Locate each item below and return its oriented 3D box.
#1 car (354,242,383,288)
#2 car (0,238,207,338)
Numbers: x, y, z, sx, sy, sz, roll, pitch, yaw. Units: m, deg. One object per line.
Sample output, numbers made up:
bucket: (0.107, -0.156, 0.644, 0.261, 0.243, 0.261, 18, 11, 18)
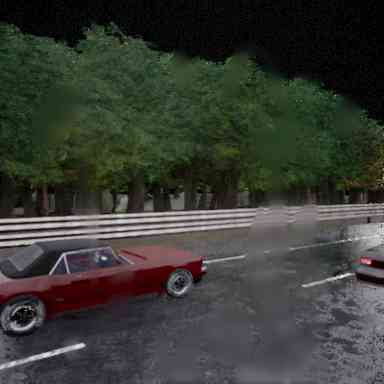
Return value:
car: (6.101, 1.550, 8.094, 5.357, 1.411, 2.033, 0, 0, -36)
car: (-2.010, 1.589, 6.618, 4.718, 1.301, 1.895, -1, 0, -36)
